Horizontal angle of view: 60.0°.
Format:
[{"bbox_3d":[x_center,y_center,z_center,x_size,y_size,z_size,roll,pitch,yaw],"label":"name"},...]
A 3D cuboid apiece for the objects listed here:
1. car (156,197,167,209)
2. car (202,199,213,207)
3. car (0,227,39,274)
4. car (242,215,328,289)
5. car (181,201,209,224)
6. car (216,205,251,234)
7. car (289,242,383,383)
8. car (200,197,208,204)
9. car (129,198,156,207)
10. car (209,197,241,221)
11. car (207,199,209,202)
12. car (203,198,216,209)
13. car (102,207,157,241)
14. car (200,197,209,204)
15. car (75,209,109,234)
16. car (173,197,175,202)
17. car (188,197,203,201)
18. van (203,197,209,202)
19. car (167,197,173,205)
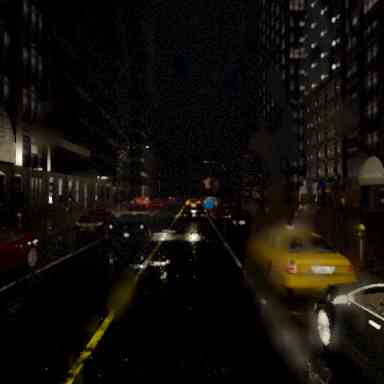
[{"bbox_3d":[-5.614,1.892,53.323,1.887,1.381,4.507,0,0,0],"label":"car"},{"bbox_3d":[2.774,1.909,59.020,1.752,1.417,4.829,0,0,0],"label":"car"},{"bbox_3d":[-5.674,1.642,9.009,1.802,1.307,4.206,0,0,0],"label":"car"},{"bbox_3d":[2.707,1.587,9.168,1.752,1.417,4.829,0,0,0],"label":"car"},{"bbox_3d":[0.137,1.719,26.070,2.033,1.411,5.357,0,0,0],"label":"car"},{"bbox_3d":[2.721,1.698,20.076,1.947,1.339,4.313,0,0,0],"label":"car"},{"bbox_3d":[2.699,1.575,3.459,2.008,1.369,4.403,0,0,0],"label":"car"},{"bbox_3d":[2.804,2.052,81.176,1.752,1.417,4.829,0,0,0],"label":"car"},{"bbox_3d":[-5.636,1.555,36.706,2.192,1.841,5.009,0,0,0],"label":"car"},{"bbox_3d":[2.730,1.483,25.617,2.192,1.841,5.009,0,0,0],"label":"car"},{"bbox_3d":[2.737,1.644,31.155,1.967,1.590,4.097,0,0,0],"label":"car"},{"bbox_3d":[2.767,1.787,53.312,1.967,1.590,4.097,0,0,0],"label":"car"},{"bbox_3d":[-3.047,1.718,17.669,1.895,1.301,4.718,0,0,0],"label":"car"},{"bbox_3d":[2.797,1.930,75.469,1.967,1.590,4.097,0,0,0],"label":"car"},{"bbox_3d":[-5.659,1.714,20.087,1.802,1.307,4.206,0,0,0],"label":"car"},{"bbox_3d":[-5.584,1.930,75.479,1.967,1.590,4.097,0,0,0],"label":"car"},{"bbox_3d":[0.160,1.771,44.903,1.882,1.535,5.008,0,0,0],"label":"car"},{"bbox_3d":[2.760,1.653,47.773,1.690,1.788,3.998,0,0,0],"label":"van"},{"bbox_3d":[-5.592,1.999,69.940,1.887,1.381,4.507,0,0,0],"label":"car"}]
